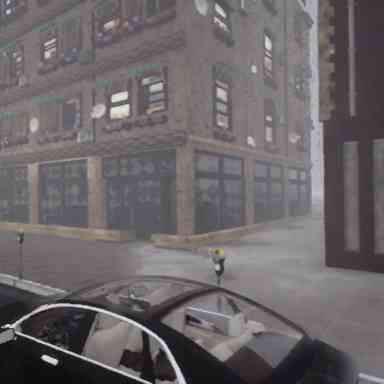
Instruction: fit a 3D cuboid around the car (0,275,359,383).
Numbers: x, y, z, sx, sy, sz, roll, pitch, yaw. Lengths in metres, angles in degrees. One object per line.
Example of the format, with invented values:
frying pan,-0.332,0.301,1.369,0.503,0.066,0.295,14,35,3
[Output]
car,-0.691,1.571,3.368,4.403,1.369,2.008,-1,-1,35
